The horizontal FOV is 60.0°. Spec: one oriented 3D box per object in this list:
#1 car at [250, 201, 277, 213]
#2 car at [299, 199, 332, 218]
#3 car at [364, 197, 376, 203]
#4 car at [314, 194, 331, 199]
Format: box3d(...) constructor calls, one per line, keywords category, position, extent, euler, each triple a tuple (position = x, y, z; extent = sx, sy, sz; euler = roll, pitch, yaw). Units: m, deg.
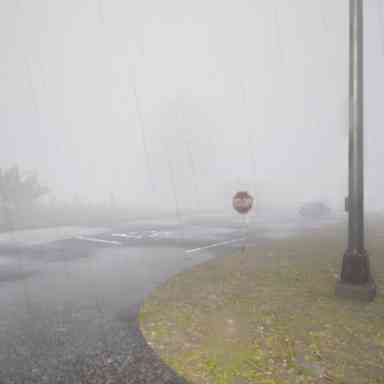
box3d(category="car", position=(8.175, 1.722, 38.906), extent=(1.895, 1.301, 4.718), euler=(0, 0, 36))
box3d(category="car", position=(12.041, 1.672, 32.320), extent=(2.033, 1.411, 5.357), euler=(0, 0, 36))
box3d(category="car", position=(42.414, 1.794, 79.271), extent=(1.994, 1.385, 4.181), euler=(0, 0, 36))
box3d(category="car", position=(23.230, 1.429, 59.328), extent=(2.150, 2.045, 5.566), euler=(0, 0, 36))
